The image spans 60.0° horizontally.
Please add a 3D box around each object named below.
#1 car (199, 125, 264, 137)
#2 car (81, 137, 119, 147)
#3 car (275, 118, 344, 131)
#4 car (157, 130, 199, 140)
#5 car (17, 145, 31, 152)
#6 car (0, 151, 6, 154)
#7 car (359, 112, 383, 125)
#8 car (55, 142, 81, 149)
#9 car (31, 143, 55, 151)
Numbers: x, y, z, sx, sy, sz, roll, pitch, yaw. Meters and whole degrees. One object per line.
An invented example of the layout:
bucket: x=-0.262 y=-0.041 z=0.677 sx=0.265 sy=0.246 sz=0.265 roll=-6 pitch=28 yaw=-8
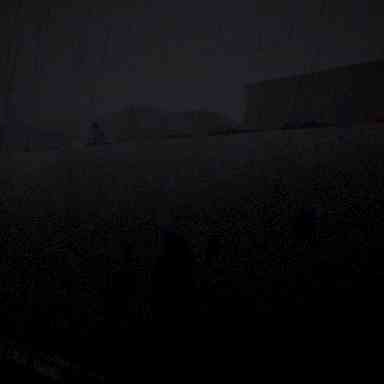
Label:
car: x=3.400 y=-4.417 z=25.588 sx=4.892 sy=1.521 sz=2.231 roll=3 pitch=2 yaw=38
car: x=-9.447 y=-5.117 z=35.858 sx=4.553 sy=1.767 sz=2.185 roll=2 pitch=2 yaw=39
car: x=7.797 y=-4.157 z=22.213 sx=4.674 sy=1.452 sz=2.002 roll=3 pitch=2 yaw=37
car: x=-0.912 y=-4.618 z=29.028 sx=4.892 sy=1.521 sz=2.231 roll=2 pitch=2 yaw=39
car: x=-22.470 y=-5.678 z=46.281 sx=4.553 sy=1.767 sz=2.185 roll=2 pitch=2 yaw=39
car: x=-31.071 y=-5.905 z=53.162 sx=4.892 sy=1.521 sz=2.231 roll=2 pitch=1 yaw=39
car: x=12.267 y=-3.973 z=18.932 sx=5.008 sy=1.535 sz=2.097 roll=3 pitch=2 yaw=36
car: x=-13.737 y=-5.138 z=39.292 sx=4.674 sy=1.452 sz=2.002 roll=2 pitch=2 yaw=39
car: x=-18.163 y=-5.495 z=42.833 sx=4.553 sy=1.767 sz=2.185 roll=2 pitch=2 yaw=39
